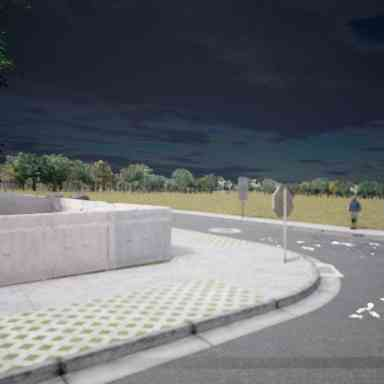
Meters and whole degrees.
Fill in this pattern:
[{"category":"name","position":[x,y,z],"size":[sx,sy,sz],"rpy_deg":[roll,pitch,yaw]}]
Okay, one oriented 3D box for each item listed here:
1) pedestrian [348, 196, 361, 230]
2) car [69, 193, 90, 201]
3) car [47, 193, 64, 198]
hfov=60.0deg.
[{"category":"pedestrian","position":[8.572,1.077,17.645],"size":[0.375,1.860,0.375],"rpy_deg":[1,-1,-36]},{"category":"car","position":[-15.604,0.931,45.982],"size":[1.837,1.490,4.892],"rpy_deg":[1,1,-36]},{"category":"car","position":[-23.260,0.796,56.525],"size":[2.033,1.411,5.357],"rpy_deg":[1,0,-36]}]
